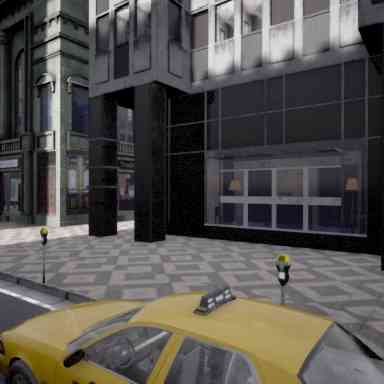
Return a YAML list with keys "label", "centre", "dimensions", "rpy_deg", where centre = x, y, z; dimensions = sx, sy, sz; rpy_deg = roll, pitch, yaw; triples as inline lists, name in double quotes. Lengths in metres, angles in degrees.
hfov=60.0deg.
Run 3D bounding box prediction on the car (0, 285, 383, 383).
- label: "car"
  centre: [-0.010, 1.525, 2.972]
  dimensions: [4.829, 1.417, 1.752]
  rpy_deg: [0, 0, 36]
